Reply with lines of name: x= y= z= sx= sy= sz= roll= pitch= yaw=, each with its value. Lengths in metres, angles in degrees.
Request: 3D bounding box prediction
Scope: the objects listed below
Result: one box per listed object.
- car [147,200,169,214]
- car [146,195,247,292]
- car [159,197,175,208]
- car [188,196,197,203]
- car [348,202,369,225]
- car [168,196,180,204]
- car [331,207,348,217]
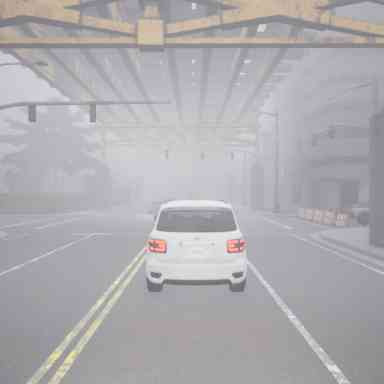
car: x=-3.572 y=1.601 z=35.786 sx=1.895 sy=1.301 sz=4.718 roll=0 pitch=0 yaw=0
car: x=0.085 y=1.221 z=9.075 sx=2.150 sy=2.045 sz=5.566 roll=0 pitch=0 yaw=0
car: x=-3.560 y=1.525 z=48.235 sx=1.812 sy=1.442 sz=4.674 roll=0 pitch=0 yaw=1
car: x=0.147 y=1.525 z=68.196 sx=1.812 sy=1.442 sz=4.674 roll=0 pitch=0 yaw=0
car: x=13.277 y=1.453 z=22.120 sx=4.974 sy=1.542 sz=2.038 roll=0 pitch=0 yaw=-20
car: x=-3.457 y=1.471 z=63.723 sx=1.994 sy=1.385 sz=4.181 roll=0 pitch=0 yaw=0
car: x=13.653 y=1.295 z=26.257 sx=4.536 sy=1.218 sz=1.853 roll=0 pitch=0 yaw=25
